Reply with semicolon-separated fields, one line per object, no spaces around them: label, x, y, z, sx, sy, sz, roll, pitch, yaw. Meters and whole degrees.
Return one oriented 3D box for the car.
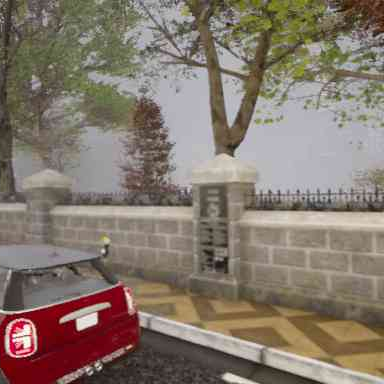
car;-2.748;1.487;4.845;4.097;1.590;1.967;-1;-1;36
